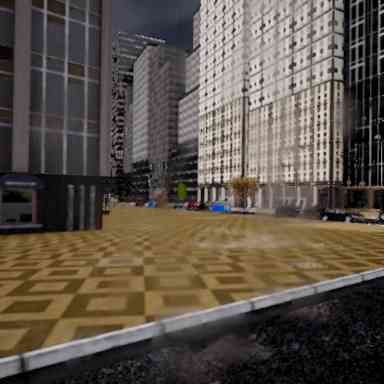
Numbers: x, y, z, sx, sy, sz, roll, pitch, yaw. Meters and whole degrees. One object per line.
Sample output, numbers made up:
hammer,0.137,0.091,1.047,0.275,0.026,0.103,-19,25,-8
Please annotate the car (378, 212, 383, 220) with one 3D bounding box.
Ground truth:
car,21.591,2.297,34.521,2.008,1.369,4.403,0,-1,-25

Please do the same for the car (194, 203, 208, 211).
car,2.679,2.819,61.898,1.812,1.442,4.674,1,-2,-25

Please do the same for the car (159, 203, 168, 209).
car,-4.822,3.013,71.696,1.752,1.417,4.829,0,-1,-25

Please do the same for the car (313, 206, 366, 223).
car,13.984,2.157,31.008,2.008,1.369,4.403,0,-1,-25

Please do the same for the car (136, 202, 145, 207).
car,-14.331,3.498,92.269,1.887,1.381,4.507,0,-1,-25

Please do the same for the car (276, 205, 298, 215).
car,14.512,2.638,49.837,1.947,1.339,4.313,0,-1,-25

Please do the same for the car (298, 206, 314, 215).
car,16.872,2.528,44.732,1.947,1.339,4.313,0,-1,-25

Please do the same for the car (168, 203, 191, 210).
car,-2.533,2.928,66.744,2.008,1.369,4.403,0,-1,-25

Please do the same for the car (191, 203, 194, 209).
car,0.354,3.329,80.467,1.802,1.307,4.206,0,-1,-25

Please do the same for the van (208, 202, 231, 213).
van,4.544,2.382,51.434,1.690,1.788,3.998,0,-1,-25

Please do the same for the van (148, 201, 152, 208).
van,-9.614,3.062,82.063,1.690,1.788,3.998,0,-1,-25

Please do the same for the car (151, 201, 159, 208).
car,-7.253,3.151,76.955,1.887,1.381,4.507,0,-1,-25
